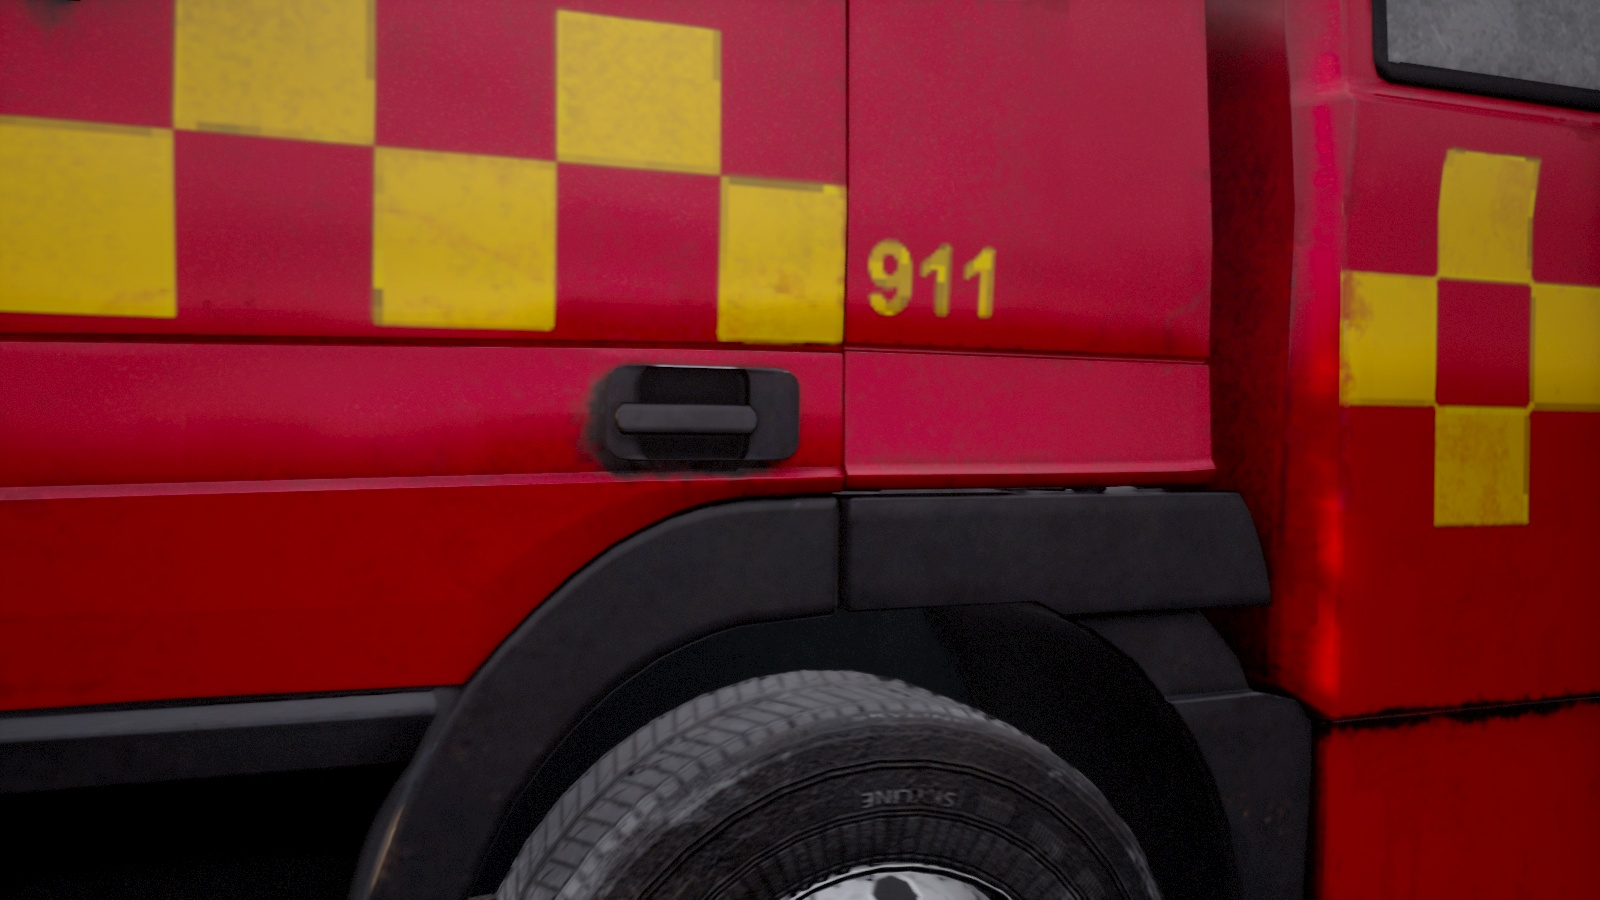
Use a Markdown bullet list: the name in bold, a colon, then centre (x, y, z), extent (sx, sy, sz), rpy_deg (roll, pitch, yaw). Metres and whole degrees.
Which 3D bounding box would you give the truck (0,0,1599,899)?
- **truck**: centre (1.799, -0.450, 3.908), extent (8.468, 3.827, 2.891), rpy_deg (-1, 1, -21)
